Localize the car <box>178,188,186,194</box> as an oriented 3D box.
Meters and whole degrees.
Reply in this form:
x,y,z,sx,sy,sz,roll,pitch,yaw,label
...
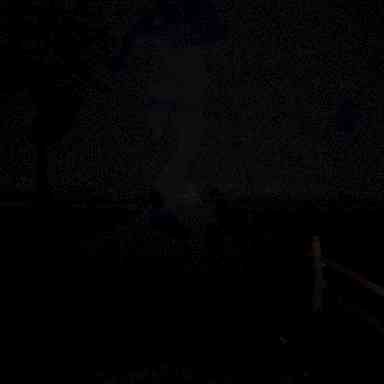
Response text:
x,y,z,sx,sy,sz,roll,pitch,yaw,label
-2.746,-0.243,91.532,2.097,1.767,4.553,0,1,0,car
